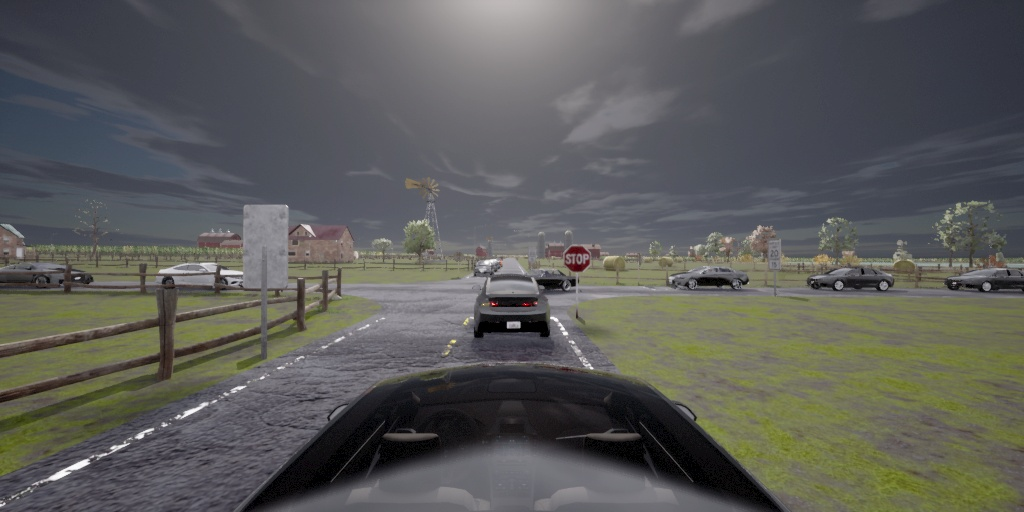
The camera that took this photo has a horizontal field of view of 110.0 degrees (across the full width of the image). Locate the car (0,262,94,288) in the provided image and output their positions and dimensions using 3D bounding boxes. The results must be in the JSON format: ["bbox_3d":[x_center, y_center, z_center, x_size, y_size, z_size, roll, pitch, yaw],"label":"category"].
[{"bbox_3d":[-26.353,1.048,20.076,4.181,1.385,1.994,1,-1,-1],"label":"car"}]

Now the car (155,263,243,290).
[{"bbox_3d":[-17.233,1.103,20.192,4.674,1.442,1.812,1,-1,-1],"label":"car"}]

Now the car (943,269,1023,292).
[{"bbox_3d":[31.716,1.587,23.772,4.892,1.490,1.837,1,-1,-1],"label":"car"}]

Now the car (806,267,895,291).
[{"bbox_3d":[22.213,1.499,23.657,4.892,1.490,1.837,1,-1,-1],"label":"car"}]

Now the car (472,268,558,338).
[{"bbox_3d":[-0.069,1.256,10.225,1.837,1.490,4.892,0,0,-3],"label":"car"}]

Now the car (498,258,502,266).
[{"bbox_3d":[-2.825,1.241,46.359,2.128,1.511,4.902,0,0,0],"label":"car"}]

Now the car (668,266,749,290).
[{"bbox_3d":[12.811,1.397,23.491,4.902,1.511,2.128,1,-1,-2],"label":"car"}]

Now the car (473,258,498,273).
[{"bbox_3d":[-2.838,1.243,36.913,2.128,1.511,4.902,0,0,0],"label":"car"}]

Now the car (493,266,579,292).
[{"bbox_3d":[1.510,1.369,20.270,4.718,1.301,1.895,1,0,-35],"label":"car"}]
